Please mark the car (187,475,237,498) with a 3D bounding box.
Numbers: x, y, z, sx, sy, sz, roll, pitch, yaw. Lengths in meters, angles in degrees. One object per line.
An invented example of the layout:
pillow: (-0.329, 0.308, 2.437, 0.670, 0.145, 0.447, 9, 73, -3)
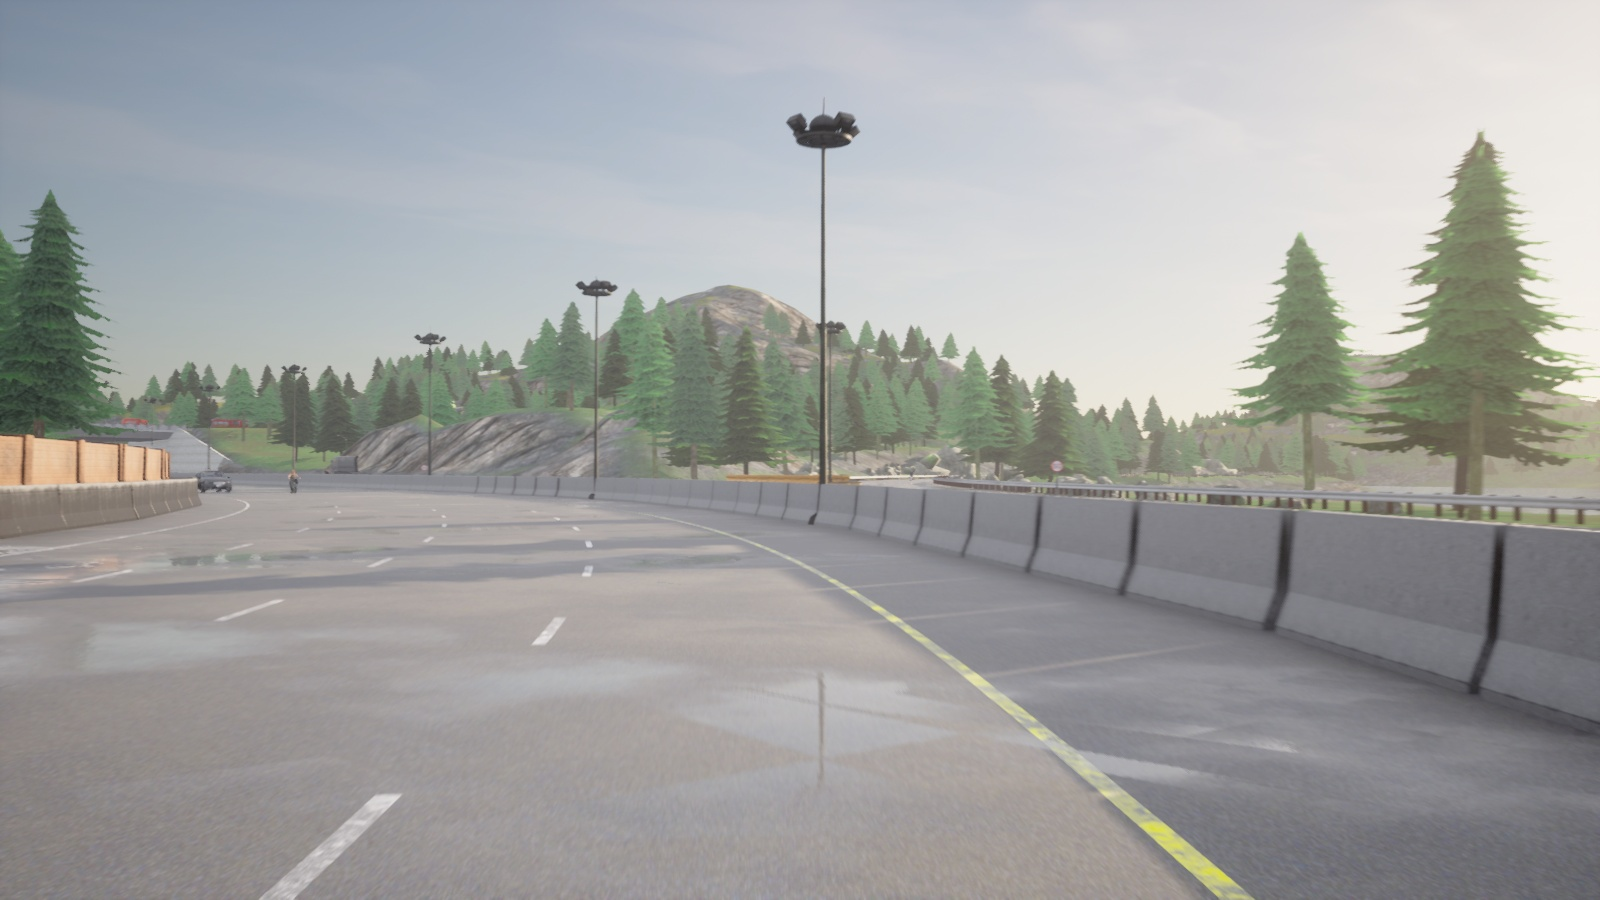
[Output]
car: (-39.982, 2.448, 85.355, 2.128, 1.511, 4.902, 0, -1, -37)
